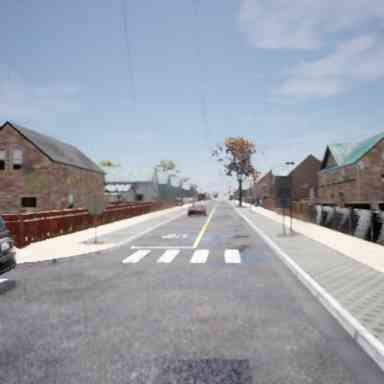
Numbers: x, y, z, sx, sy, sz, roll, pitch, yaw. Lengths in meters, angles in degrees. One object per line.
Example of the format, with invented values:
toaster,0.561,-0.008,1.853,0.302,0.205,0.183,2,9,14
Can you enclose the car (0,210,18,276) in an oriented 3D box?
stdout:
car,-7.288,1.476,7.982,5.566,2.045,2.150,-1,1,-6

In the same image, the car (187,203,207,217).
car,0.600,1.901,35.698,1.994,1.385,4.181,-1,-1,5
